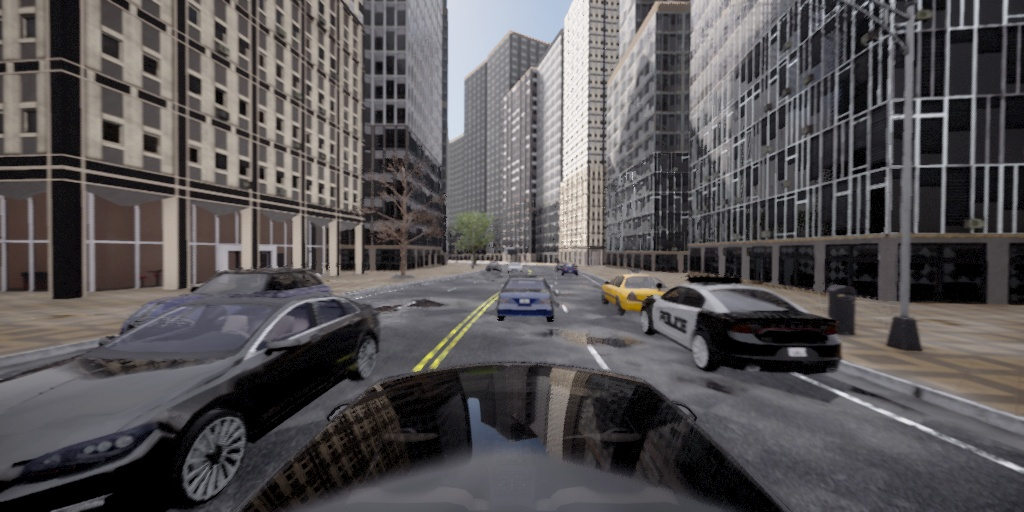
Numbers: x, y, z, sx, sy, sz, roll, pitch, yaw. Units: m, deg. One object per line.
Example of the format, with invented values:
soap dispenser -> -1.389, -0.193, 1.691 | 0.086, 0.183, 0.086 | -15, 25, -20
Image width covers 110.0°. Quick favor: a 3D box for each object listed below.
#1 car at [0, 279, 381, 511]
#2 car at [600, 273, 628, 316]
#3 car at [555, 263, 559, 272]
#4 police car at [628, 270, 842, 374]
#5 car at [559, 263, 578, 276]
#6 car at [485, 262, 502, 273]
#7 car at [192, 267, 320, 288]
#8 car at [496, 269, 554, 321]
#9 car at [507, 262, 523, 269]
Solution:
car -> -3.266, 1.237, 4.431 | 2.128, 1.511, 4.902 | 0, 0, 1
car -> 4.661, 1.317, 13.846 | 1.801, 1.575, 5.366 | 0, 0, 4
car -> 7.470, 1.719, 53.833 | 1.895, 1.301, 4.718 | 0, 0, 2
police car -> 4.347, 1.246, 7.922 | 1.930, 1.638, 5.238 | 0, 0, 2
car -> 6.811, 1.578, 42.616 | 1.812, 1.442, 4.674 | 0, -1, 6
car -> -2.511, 1.571, 50.092 | 2.033, 1.411, 5.357 | 0, 0, 4
car -> -6.371, 1.102, 8.755 | 2.097, 1.767, 4.553 | 0, 0, 3
car -> 0.511, 1.372, 12.885 | 2.033, 1.411, 5.357 | 0, 0, 3
car -> 0.461, 1.549, 46.391 | 1.812, 1.442, 4.674 | 0, -1, 5
